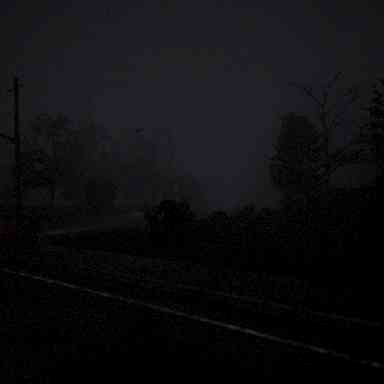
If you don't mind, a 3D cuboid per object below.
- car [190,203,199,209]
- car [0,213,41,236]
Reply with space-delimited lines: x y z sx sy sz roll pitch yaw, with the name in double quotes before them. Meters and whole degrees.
"car" -0.759 2.308 47.489 1.994 1.385 4.181 -3 -2 32
"car" -11.069 1.872 18.687 1.882 1.535 5.008 -2 -1 35
